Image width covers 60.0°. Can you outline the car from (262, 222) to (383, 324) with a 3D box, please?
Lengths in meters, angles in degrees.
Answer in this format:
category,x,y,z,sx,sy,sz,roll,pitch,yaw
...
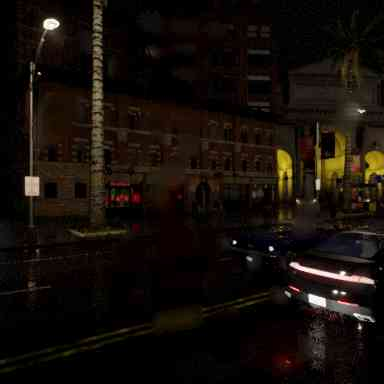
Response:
category,x,y,z,sx,sy,sz,roll,pitch,yaw
car,3.951,1.492,6.628,4.902,1.511,2.128,0,0,-35

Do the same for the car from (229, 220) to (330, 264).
category,x,y,z,sx,sy,sz,roll,pitch,yaw
car,3.450,1.601,10.769,4.718,1.301,1.895,0,0,-36
